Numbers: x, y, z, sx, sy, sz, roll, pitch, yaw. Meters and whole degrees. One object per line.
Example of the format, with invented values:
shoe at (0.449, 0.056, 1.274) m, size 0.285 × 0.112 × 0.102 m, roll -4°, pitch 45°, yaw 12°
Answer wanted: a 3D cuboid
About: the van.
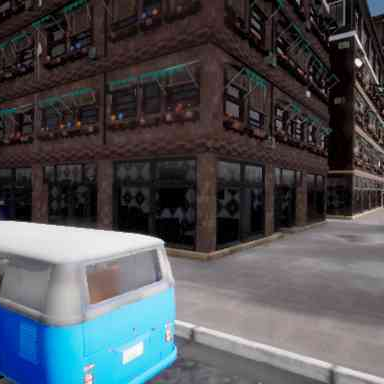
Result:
van at (-2.084, 1.340, 4.343) m, size 3.998 × 1.788 × 1.690 m, roll 0°, pitch 1°, yaw 36°
